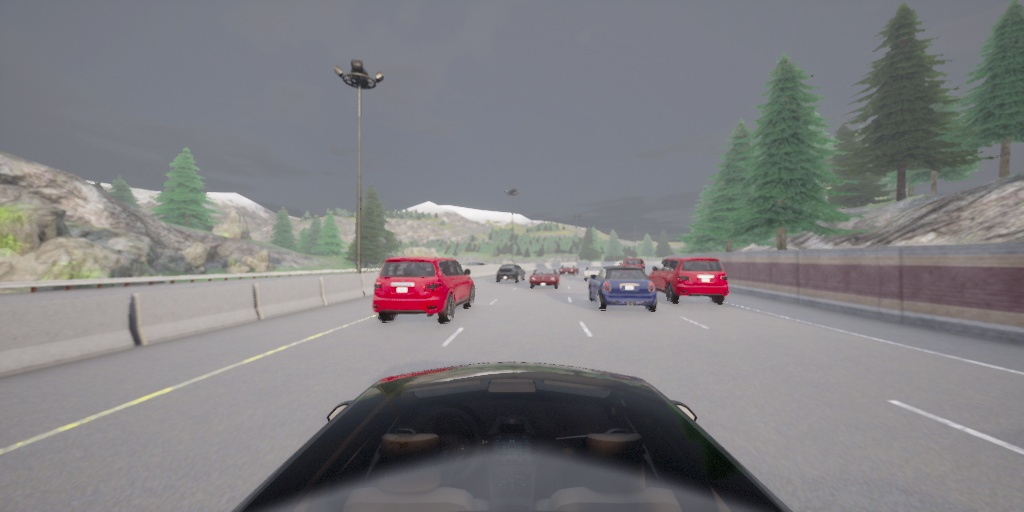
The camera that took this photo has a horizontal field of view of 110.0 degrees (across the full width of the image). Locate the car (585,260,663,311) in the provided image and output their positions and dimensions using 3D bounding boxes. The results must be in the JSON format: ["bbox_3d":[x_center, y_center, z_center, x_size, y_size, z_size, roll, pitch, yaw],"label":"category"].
[{"bbox_3d":[4.508,1.206,15.195,2.097,1.767,4.553,0,0,6],"label":"car"}]

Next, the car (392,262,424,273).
[{"bbox_3d":[-15.531,1.619,53.636,2.128,1.511,4.902,0,-1,19],"label":"car"}]

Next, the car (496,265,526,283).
[{"bbox_3d":[-0.010,1.471,30.697,1.837,1.490,4.892,0,0,12],"label":"car"}]

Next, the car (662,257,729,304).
[{"bbox_3d":[8.235,1.094,17.256,2.150,2.045,5.566,0,0,7],"label":"car"}]

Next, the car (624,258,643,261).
[{"bbox_3d":[11.933,1.234,35.416,2.150,2.045,5.566,0,0,15],"label":"car"}]

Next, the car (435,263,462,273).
[{"bbox_3d":[-9.013,1.676,51.055,1.994,1.385,4.181,0,-1,19],"label":"car"}]

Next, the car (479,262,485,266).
[{"bbox_3d":[-5.356,1.621,50.939,1.837,1.490,4.892,0,-1,20],"label":"car"}]

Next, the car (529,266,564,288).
[{"bbox_3d":[2.429,1.529,25.287,1.895,1.301,4.718,0,0,10],"label":"car"}]

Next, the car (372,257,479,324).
[{"bbox_3d":[-2.810,1.051,12.603,2.150,2.045,5.566,0,0,5],"label":"car"}]

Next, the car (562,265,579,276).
[{"bbox_3d":[6.870,1.663,42.787,1.895,1.301,4.718,0,0,18],"label":"car"}]

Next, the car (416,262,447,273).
[{"bbox_3d":[-11.923,1.675,53.370,2.033,1.411,5.357,0,0,19],"label":"car"}]
